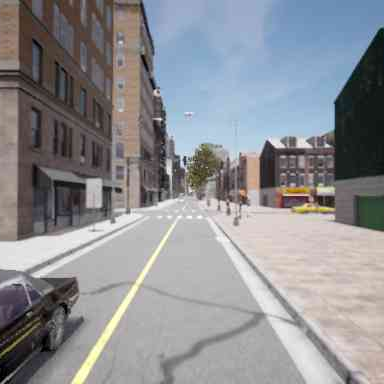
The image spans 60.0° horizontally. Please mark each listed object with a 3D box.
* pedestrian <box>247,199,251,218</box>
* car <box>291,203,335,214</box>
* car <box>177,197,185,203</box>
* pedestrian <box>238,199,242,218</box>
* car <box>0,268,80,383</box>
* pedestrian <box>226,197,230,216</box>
[{"bbox_3d":[5.505,1.540,31.996,0.375,1.860,0.375,0,-1,0],"label":"pedestrian"},{"bbox_3d":[13.884,1.909,38.171,4.829,1.417,1.752,0,-1,0],"label":"car"},{"bbox_3d":[-2.760,2.125,84.293,1.812,1.442,4.674,0,0,0],"label":"car"},{"bbox_3d":[4.505,1.549,31.396,0.375,1.860,0.375,0,-1,0],"label":"pedestrian"},{"bbox_3d":[-2.851,1.634,3.489,1.895,1.301,4.718,0,-1,0],"label":"car"},{"bbox_3d":[3.505,1.409,32.598,0.375,1.860,0.375,0,-1,0],"label":"pedestrian"}]
